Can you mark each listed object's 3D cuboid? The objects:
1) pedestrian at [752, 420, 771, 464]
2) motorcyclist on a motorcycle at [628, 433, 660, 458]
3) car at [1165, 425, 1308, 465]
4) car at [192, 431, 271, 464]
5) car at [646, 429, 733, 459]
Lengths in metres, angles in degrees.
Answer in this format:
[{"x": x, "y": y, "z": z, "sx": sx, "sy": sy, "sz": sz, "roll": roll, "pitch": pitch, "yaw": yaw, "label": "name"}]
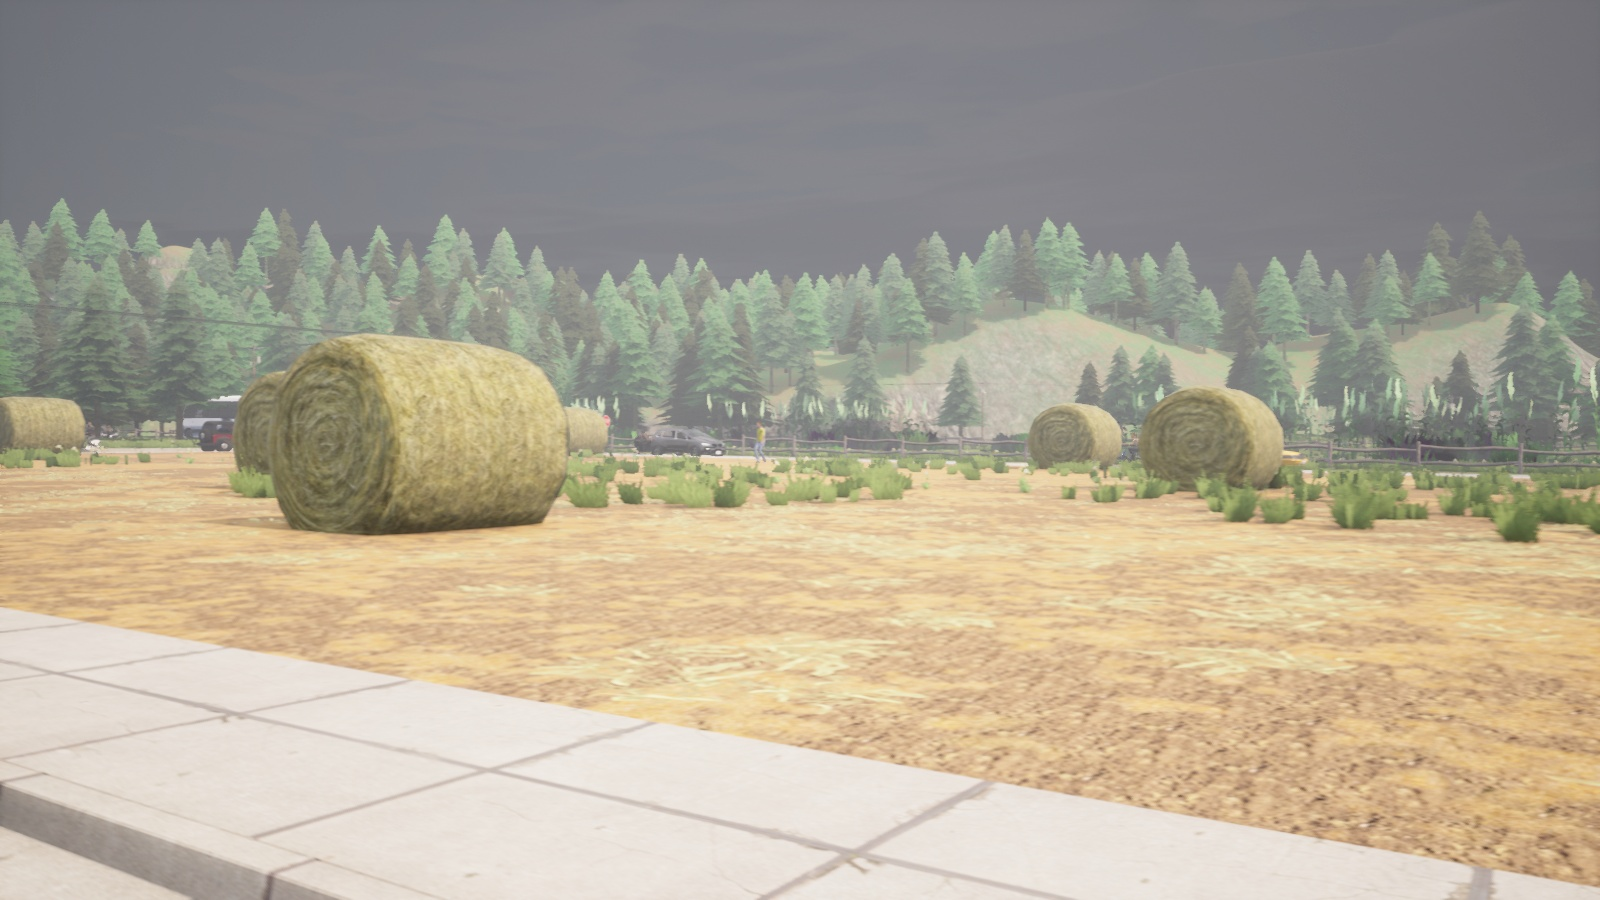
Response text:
[{"x": -1.634, "y": -0.345, "z": 53.465, "sx": 0.706, "sy": 1.836, "sz": 0.354, "roll": -1, "pitch": 1, "yaw": -42, "label": "pedestrian"}, {"x": -9.764, "y": -0.278, "z": 78.551, "sx": 2.044, "sy": 1.523, "sz": 0.797, "roll": 0, "pitch": 1, "yaw": 37, "label": "motorcyclist on a motorcycle"}, {"x": 18.277, "y": -0.223, "z": 52.690, "sx": 5.366, "sy": 1.575, "sz": 1.801, "roll": 0, "pitch": 1, "yaw": 37, "label": "car"}, {"x": -33.680, "y": -0.161, "z": 74.479, "sx": 1.905, "sy": 1.878, "sz": 3.866, "roll": 0, "pitch": 0, "yaw": 35, "label": "car"}, {"x": -6.287, "y": -0.351, "z": 71.482, "sx": 4.611, "sy": 1.667, "sz": 2.242, "roll": 0, "pitch": 1, "yaw": 37, "label": "car"}]
